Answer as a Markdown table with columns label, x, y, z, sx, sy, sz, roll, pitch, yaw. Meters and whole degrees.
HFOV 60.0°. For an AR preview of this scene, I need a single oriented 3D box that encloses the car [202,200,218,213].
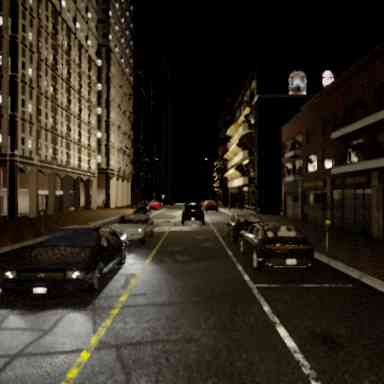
| label | x | y | z | sx | sy | sz | roll | pitch | yaw |
| --- | --- | --- | --- | --- | --- | --- | --- | --- | --- |
| car | 2.652 | 2.083 | 45.072 | 1.802 | 1.307 | 4.206 | 0 | -1 | 0 |

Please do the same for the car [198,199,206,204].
| label | x | y | z | sx | sy | sz | roll | pitch | yaw |
| --- | --- | --- | --- | --- | --- | --- | --- | --- | --- |
| car | 2.613 | 2.579 | 90.258 | 2.008 | 1.369 | 4.403 | 0 | -1 | 0 |

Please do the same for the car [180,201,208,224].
| label | x | y | z | sx | sy | sz | roll | pitch | yaw |
| --- | --- | --- | --- | --- | --- | --- | --- | --- | --- |
| car | 0.077 | 1.811 | 27.694 | 1.837 | 1.490 | 4.892 | 0 | 0 | 0 |

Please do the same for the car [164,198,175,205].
| label | x | y | z | sx | sy | sz | roll | pitch | yaw |
| --- | --- | --- | --- | --- | --- | --- | --- | --- | --- |
| car | -5.758 | 2.460 | 78.954 | 1.947 | 1.339 | 4.313 | 0 | -1 | 0 |

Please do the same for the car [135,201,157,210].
| label | x | y | z | sx | sy | sz | roll | pitch | yaw |
| --- | --- | --- | --- | --- | --- | --- | --- | --- | --- |
| car | -5.723 | 1.989 | 39.416 | 2.008 | 1.369 | 4.403 | 0 | -1 | 0 |

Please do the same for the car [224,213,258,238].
| label | x | y | z | sx | sy | sz | roll | pitch | yaw |
| --- | --- | --- | --- | --- | --- | --- | --- | --- | --- |
| car | 2.678 | 1.736 | 16.831 | 2.008 | 1.369 | 4.403 | 0 | -1 | 0 |

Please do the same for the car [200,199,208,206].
| label | x | y | z | sx | sy | sz | roll | pitch | yaw |
| --- | --- | --- | --- | --- | --- | --- | --- | --- | --- |
| car | 2.628 | 2.354 | 73.483 | 1.752 | 1.417 | 4.829 | 0 | -1 | 0 |

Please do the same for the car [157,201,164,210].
| label | x | y | z | sx | sy | sz | roll | pitch | yaw |
| --- | --- | --- | --- | --- | --- | --- | --- | --- | --- |
| car | -5.733 | 2.111 | 50.714 | 1.887 | 1.381 | 4.507 | 0 | -1 | 0 |

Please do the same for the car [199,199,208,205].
| label | x | y | z | sx | sy | sz | roll | pitch | yaw |
| --- | --- | --- | --- | --- | --- | --- | --- | --- | --- |
| car | 2.623 | 2.460 | 78.961 | 1.947 | 1.339 | 4.313 | 0 | -1 | 0 |

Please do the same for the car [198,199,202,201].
| label | x | y | z | sx | sy | sz | roll | pitch | yaw |
| --- | --- | --- | --- | --- | --- | --- | --- | --- | --- |
| car | 0.059 | 2.061 | 44.661 | 1.994 | 1.385 | 4.181 | 0 | -1 | 0 |

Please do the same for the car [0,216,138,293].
| label | x | y | z | sx | sy | sz | roll | pitch | yaw |
| --- | --- | --- | --- | --- | --- | --- | --- | --- | --- |
| car | -3.101 | 1.653 | 9.450 | 2.033 | 1.411 | 5.357 | 0 | -1 | 0 |

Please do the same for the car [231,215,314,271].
| label | x | y | z | sx | sy | sz | roll | pitch | yaw |
| --- | --- | --- | --- | --- | --- | --- | --- | --- | --- |
| car | 2.682 | 1.674 | 11.183 | 2.008 | 1.369 | 4.403 | 0 | -1 | 0 |

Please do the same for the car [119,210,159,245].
| label | x | y | z | sx | sy | sz | roll | pitch | yaw |
| --- | --- | --- | --- | --- | --- | --- | --- | --- | --- |
| car | -3.014 | 1.786 | 16.799 | 1.895 | 1.301 | 4.718 | 0 | -1 | 0 |
